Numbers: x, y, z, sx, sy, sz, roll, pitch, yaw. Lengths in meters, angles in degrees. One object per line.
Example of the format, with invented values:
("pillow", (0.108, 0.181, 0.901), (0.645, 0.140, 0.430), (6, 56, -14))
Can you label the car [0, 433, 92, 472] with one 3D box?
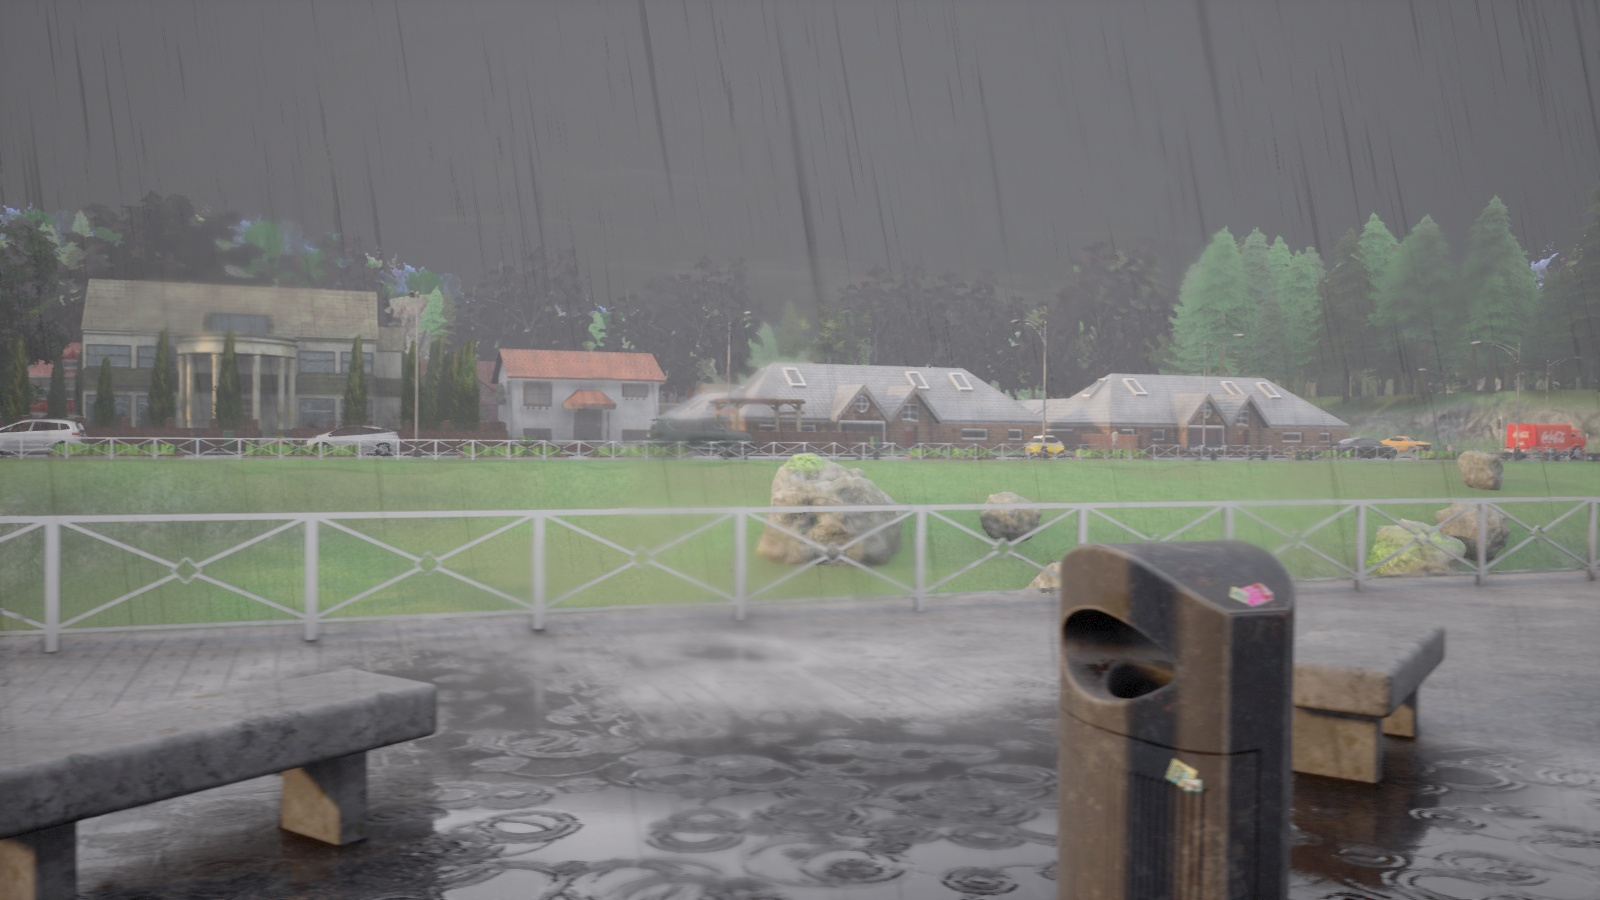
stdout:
("car", (-34.720, 0.097, 56.560), (4.611, 1.667, 2.242), (-1, 1, -21))

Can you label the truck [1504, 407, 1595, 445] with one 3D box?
("truck", (50.469, -1.611, 84.599), (5.204, 2.467, 2.627), (-1, 1, -21))

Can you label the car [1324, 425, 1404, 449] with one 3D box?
("car", (35.433, -0.843, 78.900), (4.674, 1.442, 1.812), (-1, 1, -21))

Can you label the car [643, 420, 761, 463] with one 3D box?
("car", (-4.978, -0.464, 63.564), (5.566, 2.045, 2.150), (-1, 1, -21))

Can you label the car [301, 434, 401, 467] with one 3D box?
("car", (-21.930, -0.017, 61.414), (4.514, 1.525, 2.007), (-1, 1, -21))

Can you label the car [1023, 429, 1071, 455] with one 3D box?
("car", (13.902, -0.448, 70.732), (2.207, 1.376, 1.481), (-1, 1, -21))
